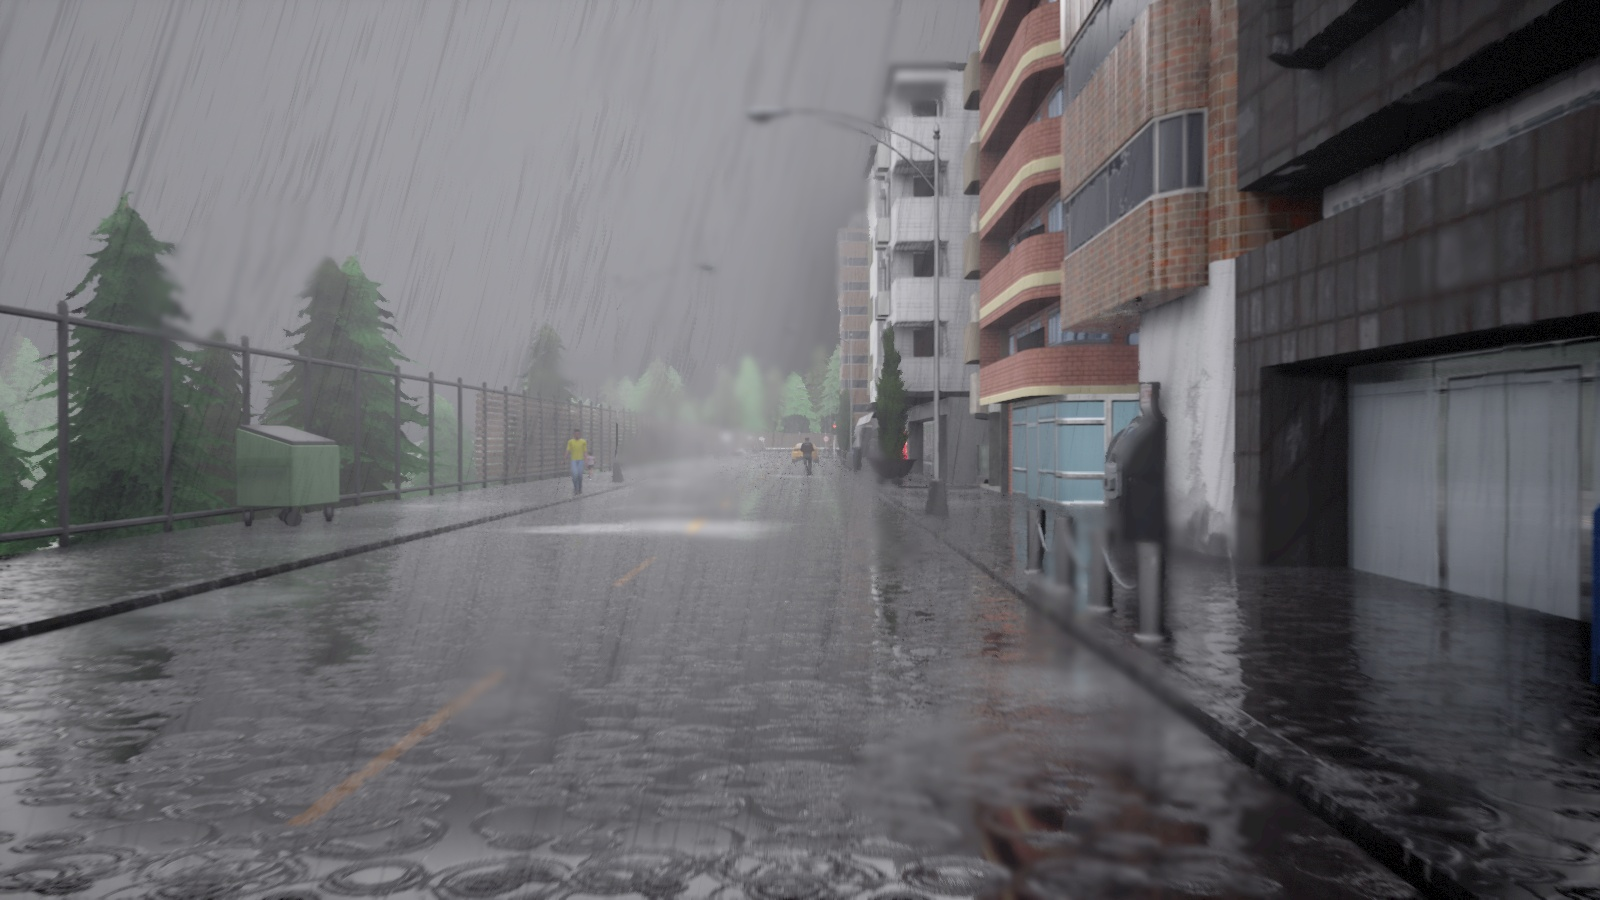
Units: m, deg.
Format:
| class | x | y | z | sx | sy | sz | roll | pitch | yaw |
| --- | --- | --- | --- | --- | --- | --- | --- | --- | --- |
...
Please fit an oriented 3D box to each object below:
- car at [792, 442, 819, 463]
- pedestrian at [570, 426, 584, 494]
| class | x | y | z | sx | sy | sz | roll | pitch | yaw |
| --- | --- | --- | --- | --- | --- | --- | --- | --- | --- |
| car | 0.443 | 0.183 | 96.122 | 1.882 | 1.535 | 5.008 | 0 | 0 | 3 |
| pedestrian | -6.070 | 0.259 | 34.141 | 0.354 | 1.836 | 0.706 | 0 | 0 | -9 |
